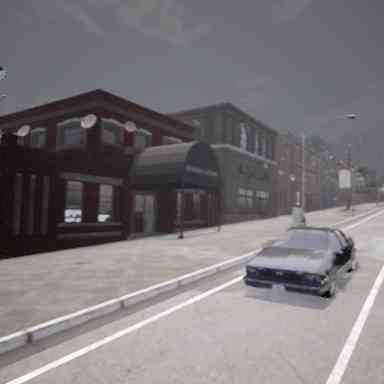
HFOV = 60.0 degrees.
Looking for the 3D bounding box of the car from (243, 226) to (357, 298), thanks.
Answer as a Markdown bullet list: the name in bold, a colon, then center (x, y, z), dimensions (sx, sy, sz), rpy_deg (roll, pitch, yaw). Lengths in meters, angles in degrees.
- **car**: center (3.338, 1.701, 9.338), dimensions (2.033, 1.411, 5.357), rpy_deg (-1, -1, 34)
